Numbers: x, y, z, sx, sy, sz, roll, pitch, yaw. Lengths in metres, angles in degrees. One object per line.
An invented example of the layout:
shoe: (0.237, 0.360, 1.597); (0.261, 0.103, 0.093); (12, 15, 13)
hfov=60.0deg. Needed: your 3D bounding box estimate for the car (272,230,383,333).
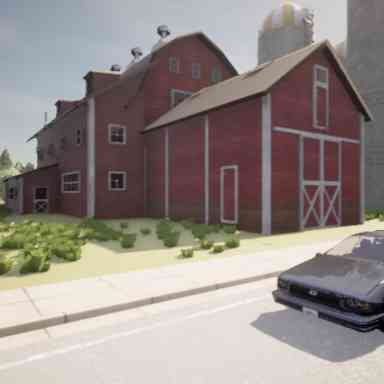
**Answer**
car: (4.079, 1.550, 6.889); (5.357, 1.411, 2.033); (0, 0, -35)
